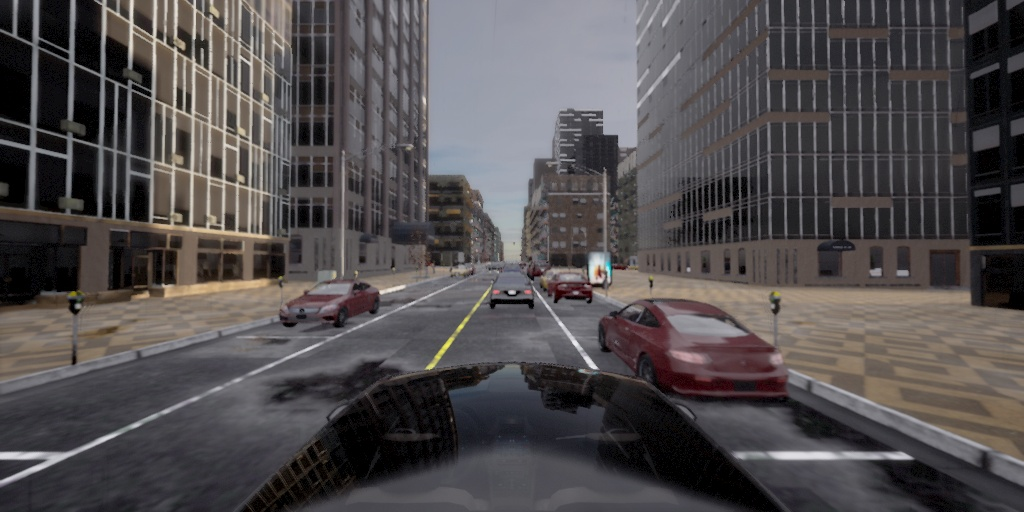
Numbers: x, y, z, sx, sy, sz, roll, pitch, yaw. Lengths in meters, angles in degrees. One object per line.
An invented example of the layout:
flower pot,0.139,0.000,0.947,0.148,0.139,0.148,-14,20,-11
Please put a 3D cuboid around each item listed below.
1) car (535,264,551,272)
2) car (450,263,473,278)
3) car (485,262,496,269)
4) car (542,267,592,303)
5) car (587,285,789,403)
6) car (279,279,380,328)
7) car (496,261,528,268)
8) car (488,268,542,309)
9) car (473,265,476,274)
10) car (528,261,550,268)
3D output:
car,2.694,1.473,23.057,1.751,1.417,4.829,0,0,0
car,-5.685,1.630,39.397,1.751,1.417,4.829,0,0,0
car,-2.997,1.874,61.292,1.994,1.385,4.181,0,-1,0
car,2.692,1.441,17.329,1.888,1.381,4.507,0,0,0
car,2.691,1.374,6.210,1.802,1.307,4.207,0,0,0
car,-5.689,1.426,11.771,1.802,1.307,4.207,0,0,0
car,0.006,1.373,30.938,2.097,1.767,4.553,0,-1,0
car,0.002,1.429,15.844,2.033,1.411,5.357,0,-1,0
car,-5.684,1.596,45.127,1.967,1.591,4.097,0,0,0
car,2.695,1.367,34.006,2.192,1.841,5.009,0,0,0
